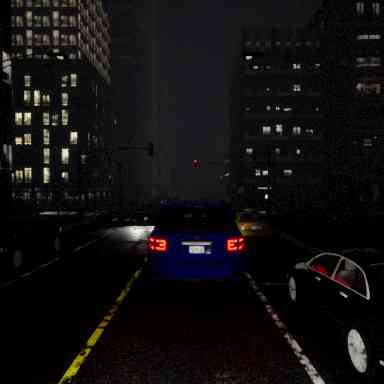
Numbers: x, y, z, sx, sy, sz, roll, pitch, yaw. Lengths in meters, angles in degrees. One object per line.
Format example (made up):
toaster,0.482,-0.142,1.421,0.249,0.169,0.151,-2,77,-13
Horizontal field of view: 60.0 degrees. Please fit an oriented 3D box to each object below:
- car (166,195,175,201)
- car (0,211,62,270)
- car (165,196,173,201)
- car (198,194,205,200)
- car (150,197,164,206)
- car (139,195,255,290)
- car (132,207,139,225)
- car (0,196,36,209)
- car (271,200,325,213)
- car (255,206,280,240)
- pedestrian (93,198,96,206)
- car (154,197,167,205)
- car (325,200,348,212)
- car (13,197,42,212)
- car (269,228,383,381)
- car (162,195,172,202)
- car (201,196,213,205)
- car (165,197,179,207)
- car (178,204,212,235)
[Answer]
car,-5.727,1.529,88.457,1.887,1.381,4.507,-1,0,0
car,-5.836,1.542,10.988,1.887,1.381,4.507,-1,0,0
car,-5.725,1.567,82.803,1.802,1.307,4.206,-1,0,0
car,2.650,1.424,94.115,1.967,1.590,4.097,-1,0,0
car,-5.718,1.513,54.360,1.752,1.417,4.829,-1,0,0
car,0.094,1.219,9.201,2.150,2.045,5.566,0,0,0
car,-2.941,1.558,23.710,1.994,1.385,4.181,0,0,3
car,-21.673,1.274,40.202,4.829,1.417,1.752,0,0,1
car,11.487,1.622,37.187,5.357,1.411,2.033,0,1,1
car,2.801,1.521,16.747,1.752,1.417,4.829,-1,0,0
pedestrian,-12.561,1.299,43.052,0.500,1.100,0.500,0,0,1
car,-5.719,1.553,60.185,1.947,1.339,4.313,-1,0,0
car,16.302,1.622,39.714,4.403,1.369,2.008,0,0,1
car,-17.826,1.442,34.389,4.181,1.385,1.994,0,1,1
car,2.805,1.549,5.289,2.008,1.369,4.403,-1,0,0
car,-5.724,1.530,77.148,1.887,1.381,4.507,-1,0,0
car,2.660,1.538,60.187,2.008,1.369,4.403,-1,0,0
car,-3.107,1.552,52.656,1.994,1.385,4.181,0,0,0
car,0.092,1.520,19.712,1.812,1.442,4.674,0,0,-2
